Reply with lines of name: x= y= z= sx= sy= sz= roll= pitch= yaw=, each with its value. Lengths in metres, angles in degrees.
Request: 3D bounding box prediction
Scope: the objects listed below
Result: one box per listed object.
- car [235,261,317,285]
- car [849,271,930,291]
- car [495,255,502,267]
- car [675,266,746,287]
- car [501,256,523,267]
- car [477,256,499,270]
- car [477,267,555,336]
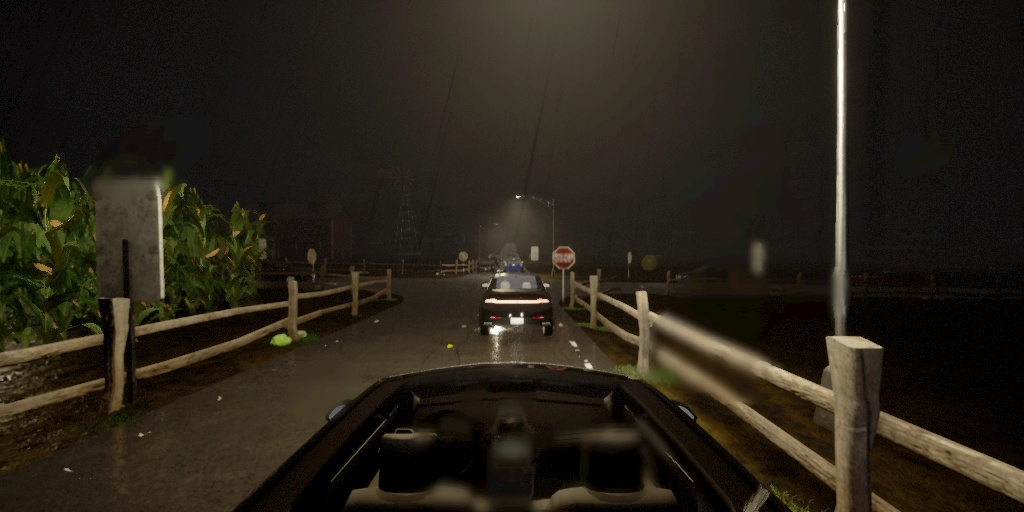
car: x=-15.200 y=1.068 z=23.070 sx=4.892 sy=1.490 sz=1.837 roll=1 pitch=2 yaw=-2
car: x=26.952 y=1.731 z=25.747 sx=4.718 sy=1.301 sz=1.895 roll=1 pitch=2 yaw=0
car: x=-2.718 y=0.945 z=53.031 sx=1.837 sy=1.490 sz=4.892 roll=0 pitch=2 yaw=0
car: x=14.221 y=1.446 z=25.809 sx=4.674 sy=1.442 sz=1.812 roll=1 pitch=2 yaw=0
car: x=0.181 y=0.994 z=40.408 sx=2.097 sy=1.767 sz=4.553 roll=0 pitch=1 yaw=0
car: x=-2.761 y=1.120 z=40.250 sx=1.882 sy=1.535 sz=5.008 roll=0 pitch=1 yaw=0
car: x=0.117 y=1.227 z=10.381 sx=2.128 sy=1.511 sz=4.902 roll=0 pitch=0 yaw=0
